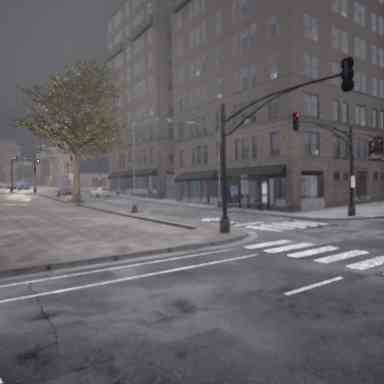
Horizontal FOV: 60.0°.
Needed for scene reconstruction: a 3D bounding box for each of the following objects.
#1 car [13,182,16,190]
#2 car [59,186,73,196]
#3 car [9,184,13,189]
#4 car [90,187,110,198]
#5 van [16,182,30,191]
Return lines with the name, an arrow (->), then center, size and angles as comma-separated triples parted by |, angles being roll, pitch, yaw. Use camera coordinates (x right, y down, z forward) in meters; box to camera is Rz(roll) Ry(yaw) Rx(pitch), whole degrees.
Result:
car -> -37.566, -1.086, 73.520 | 2.008, 1.369, 4.403 | 0, 1, -35
car -> -19.831, -0.269, 53.073 | 2.033, 1.411, 5.357 | -2, 4, -35
car -> -40.451, -1.462, 77.575 | 2.192, 1.841, 5.009 | 0, 1, -35
car -> -13.541, 0.019, 49.000 | 1.812, 1.442, 4.674 | -2, 4, -35
van -> -35.637, -1.202, 70.812 | 1.690, 1.788, 3.998 | 0, 1, -35
